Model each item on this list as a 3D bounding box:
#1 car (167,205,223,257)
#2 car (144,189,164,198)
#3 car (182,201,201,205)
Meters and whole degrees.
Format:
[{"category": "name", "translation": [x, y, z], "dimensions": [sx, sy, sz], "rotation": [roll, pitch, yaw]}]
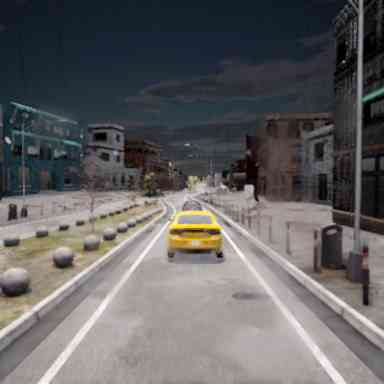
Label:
[{"category": "car", "translation": [0.105, 1.477, 13.029], "dimensions": [1.882, 1.535, 5.008], "rotation": [0, 0, 0]}, {"category": "car", "translation": [-6.239, 0.223, 55.959], "dimensions": [2.033, 1.411, 5.357], "rotation": [1, 2, 15]}, {"category": "car", "translation": [-0.056, 1.557, 33.398], "dimensions": [1.994, 1.385, 4.181], "rotation": [0, 0, -3]}]
